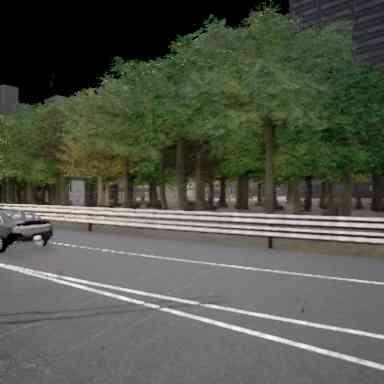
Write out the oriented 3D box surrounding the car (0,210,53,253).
[{"bbox_3d":[-7.771,1.499,13.788,4.902,1.511,2.128,0,0,34],"label":"car"}]
